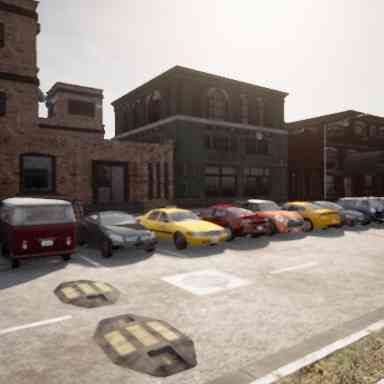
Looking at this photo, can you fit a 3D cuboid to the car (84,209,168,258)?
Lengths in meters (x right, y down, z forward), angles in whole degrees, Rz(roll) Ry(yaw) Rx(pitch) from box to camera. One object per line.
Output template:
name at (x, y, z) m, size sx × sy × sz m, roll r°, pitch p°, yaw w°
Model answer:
car at (-3.080, 1.453, 12.835) m, size 2.002 × 1.452 × 4.674 m, roll 0°, pitch 0°, yaw -35°

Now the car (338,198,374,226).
car at (8.235, 1.322, 20.901) m, size 2.231 × 1.521 × 4.892 m, roll 0°, pitch 0°, yaw -35°

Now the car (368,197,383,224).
car at (10.518, 1.178, 22.483) m, size 2.185 × 1.767 × 4.553 m, roll 0°, pitch 0°, yaw -35°

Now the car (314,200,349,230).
car at (5.980, 1.339, 19.282) m, size 2.097 × 1.535 × 5.008 m, roll 0°, pitch 0°, yaw -36°

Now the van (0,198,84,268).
van at (-5.411, 1.206, 11.314) m, size 1.878 × 1.987 × 4.442 m, roll 0°, pitch 0°, yaw -35°

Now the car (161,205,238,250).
car at (-0.707, 1.391, 14.295) m, size 1.946 × 1.575 × 5.366 m, roll 0°, pitch 0°, yaw -35°

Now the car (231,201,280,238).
car at (1.452, 1.375, 16.054) m, size 2.097 × 1.535 × 5.008 m, roll 0°, pitch 0°, yaw -35°

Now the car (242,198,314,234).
car at (3.693, 1.231, 17.696) m, size 2.185 × 1.767 × 4.553 m, roll 0°, pitch 0°, yaw -35°
